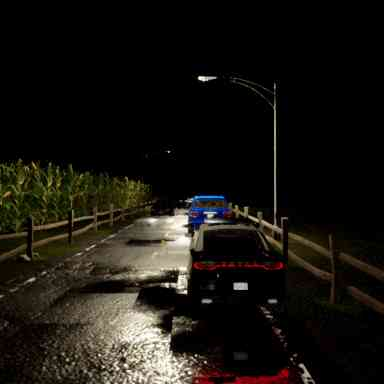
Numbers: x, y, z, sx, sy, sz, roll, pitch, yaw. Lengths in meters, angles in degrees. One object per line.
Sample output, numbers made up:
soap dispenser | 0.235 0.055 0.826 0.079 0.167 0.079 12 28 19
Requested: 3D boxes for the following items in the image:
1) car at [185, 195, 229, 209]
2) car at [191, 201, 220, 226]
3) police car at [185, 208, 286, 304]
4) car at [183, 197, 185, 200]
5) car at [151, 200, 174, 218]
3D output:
car | 0.875 1.224 18.244 2.150 2.045 5.566 0 0 0
car | 0.891 1.477 24.213 1.882 1.535 5.008 0 0 0
police car | 0.847 1.425 8.324 1.930 1.638 5.238 0 0 0
car | 0.156 1.623 46.274 1.895 1.301 4.718 0 0 1
car | -2.665 1.477 30.842 1.882 1.535 5.008 0 0 0
